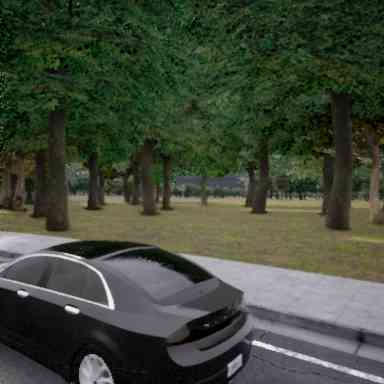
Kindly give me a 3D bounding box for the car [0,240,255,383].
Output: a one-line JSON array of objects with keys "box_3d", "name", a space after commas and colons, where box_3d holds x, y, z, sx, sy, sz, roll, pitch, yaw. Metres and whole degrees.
[{"box_3d": [-1.538, 1.458, 4.772, 4.892, 1.490, 1.837, 1, 1, 35], "name": "car"}]
